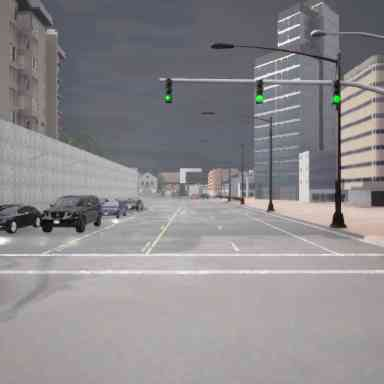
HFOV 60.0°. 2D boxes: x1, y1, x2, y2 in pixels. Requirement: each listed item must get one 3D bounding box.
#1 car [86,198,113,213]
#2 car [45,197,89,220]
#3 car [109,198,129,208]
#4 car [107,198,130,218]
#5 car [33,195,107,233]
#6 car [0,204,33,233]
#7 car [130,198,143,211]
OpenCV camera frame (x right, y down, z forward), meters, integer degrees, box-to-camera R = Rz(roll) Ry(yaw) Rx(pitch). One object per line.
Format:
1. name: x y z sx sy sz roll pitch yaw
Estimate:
1. car: -10.605 1.505 38.468 1.837 1.490 4.892 0 0 0
2. car: -10.608 1.352 28.650 2.097 1.767 4.553 0 0 0
3. car: -10.570 1.601 48.528 1.895 1.301 4.718 0 0 0
4. car: -7.107 1.526 29.854 1.812 1.442 4.674 0 0 0
5. car: -7.102 1.221 20.214 2.150 2.045 5.566 0 0 0
6. car: -10.606 1.505 19.582 1.837 1.490 4.892 0 0 0
7. car: -7.102 1.491 40.197 2.128 1.511 4.902 0 0 0
